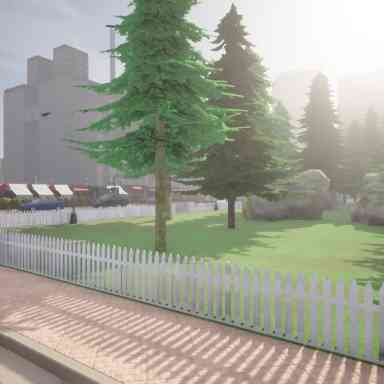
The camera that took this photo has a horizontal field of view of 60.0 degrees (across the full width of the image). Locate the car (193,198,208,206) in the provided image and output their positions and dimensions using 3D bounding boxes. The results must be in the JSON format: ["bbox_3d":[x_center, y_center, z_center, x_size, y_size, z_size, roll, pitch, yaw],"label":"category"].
[{"bbox_3d":[2.158,1.601,52.302,1.895,1.301,4.718,0,0,34],"label":"car"}]

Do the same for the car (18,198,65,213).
[{"bbox_3d":[-16.738,1.478,37.172,1.882,1.535,5.008,0,0,34],"label":"car"}]

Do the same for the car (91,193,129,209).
[{"bbox_3d":[-11.092,1.221,45.533,2.150,2.045,5.566,0,0,34],"label":"car"}]

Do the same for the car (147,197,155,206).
[{"bbox_3d":[-5.305,1.352,54.038,2.097,1.767,4.553,0,0,34],"label":"car"}]
